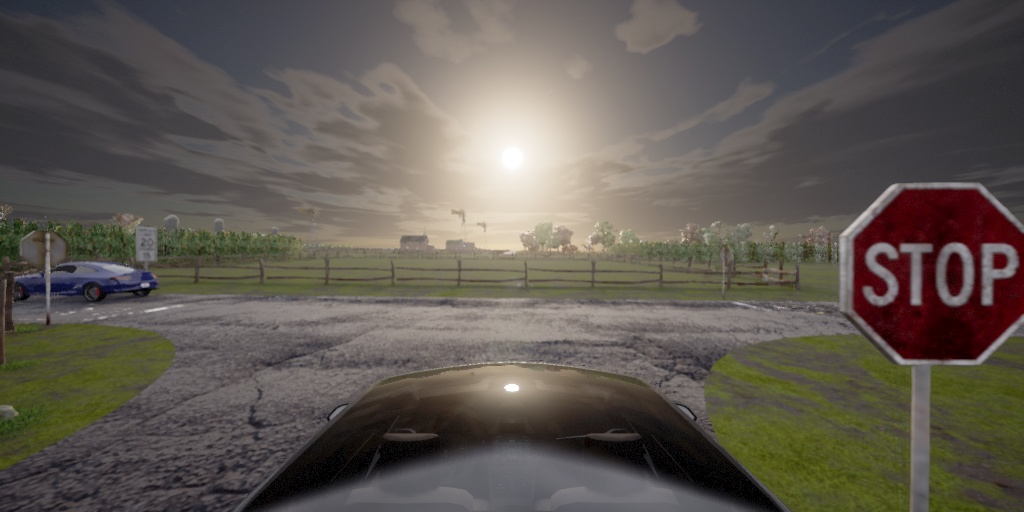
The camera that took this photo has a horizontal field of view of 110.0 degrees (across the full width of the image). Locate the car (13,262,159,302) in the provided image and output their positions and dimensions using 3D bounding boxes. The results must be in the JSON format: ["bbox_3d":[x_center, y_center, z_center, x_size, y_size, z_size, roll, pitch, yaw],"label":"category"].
[{"bbox_3d":[-16.400,0.932,13.832,4.674,1.442,1.812,1,0,1],"label":"car"}]
